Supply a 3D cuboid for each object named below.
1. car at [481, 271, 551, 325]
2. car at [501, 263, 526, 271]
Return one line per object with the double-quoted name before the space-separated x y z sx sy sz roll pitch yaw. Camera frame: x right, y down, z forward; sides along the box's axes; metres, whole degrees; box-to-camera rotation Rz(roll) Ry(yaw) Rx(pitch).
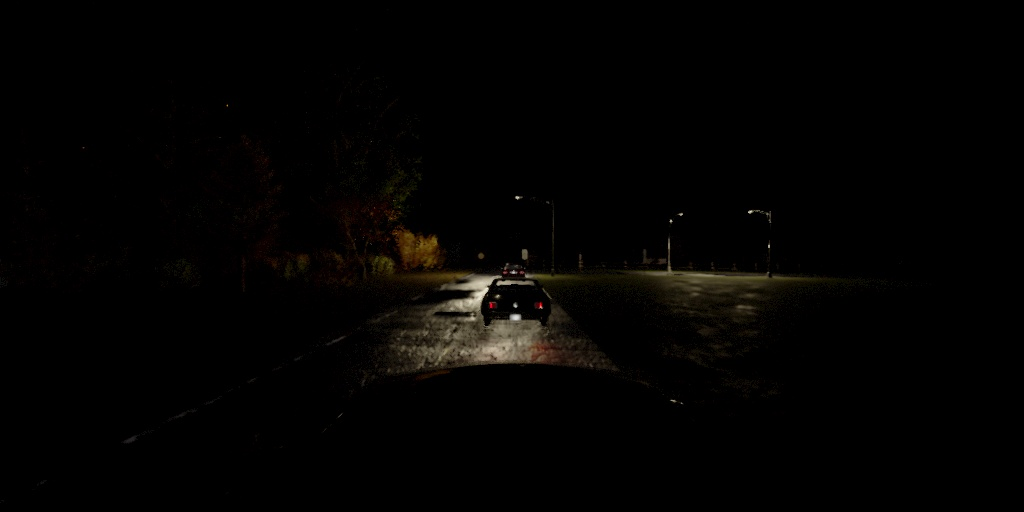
"car" 0.104 1.328 11.687 1.895 1.301 4.718 0 0 0
"car" 0.112 1.236 28.412 2.033 1.411 5.357 0 0 0
